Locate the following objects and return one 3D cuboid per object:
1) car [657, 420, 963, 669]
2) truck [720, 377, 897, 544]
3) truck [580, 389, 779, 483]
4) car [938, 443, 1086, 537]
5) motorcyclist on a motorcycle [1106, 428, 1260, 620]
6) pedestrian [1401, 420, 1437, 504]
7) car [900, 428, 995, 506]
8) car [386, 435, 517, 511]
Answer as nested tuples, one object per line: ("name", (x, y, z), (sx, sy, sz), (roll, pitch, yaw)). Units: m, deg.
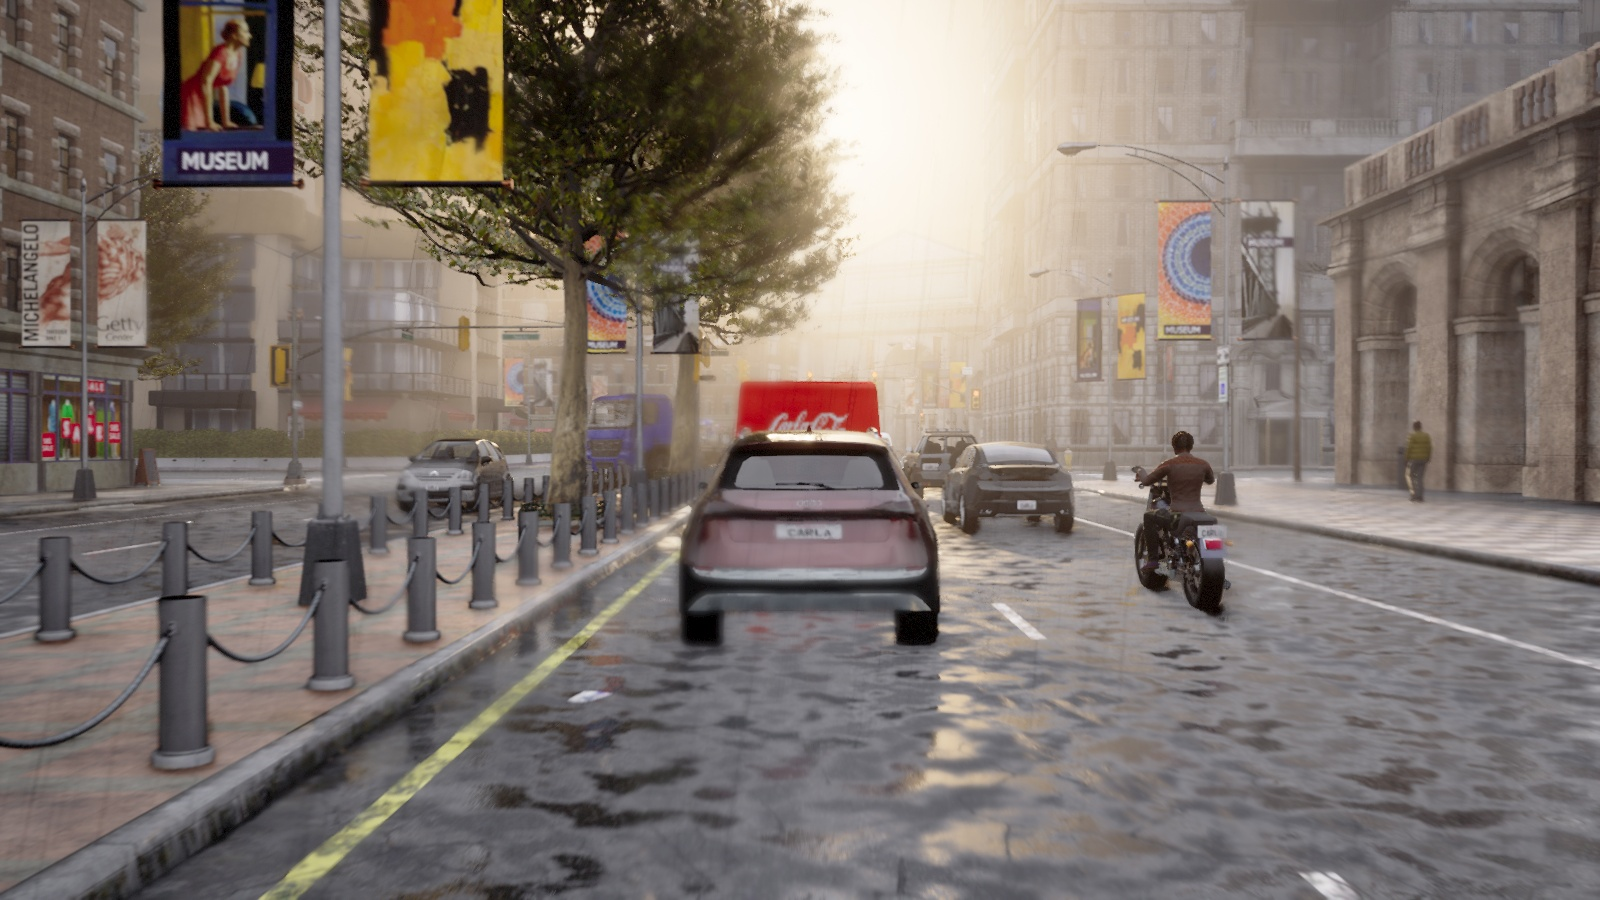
("car", (0.077, 0.616, 10.766), (2.033, 1.649, 4.856), (0, 0, 0))
("truck", (0.137, 0.142, 21.177), (2.627, 2.467, 5.204), (0, 0, 0))
("truck", (-4.654, -0.521, 50.093), (2.891, 3.462, 7.936), (0, 0, 44))
("car", (3.643, 0.628, 22.452), (1.837, 1.490, 4.892), (0, 0, 0))
("motorcyclist on a motorcycle", (3.583, 0.632, 11.988), (0.766, 1.649, 2.350), (0, 0, 0))
("pedestrian", (13.692, 0.258, 27.792), (0.431, 1.840, 0.709), (0, 0, 0))
("car", (3.697, 0.385, 32.228), (1.932, 1.855, 4.605), (0, 0, 0))
("car", (-7.823, 0.477, 28.565), (1.851, 1.617, 3.988), (0, 0, 0))
